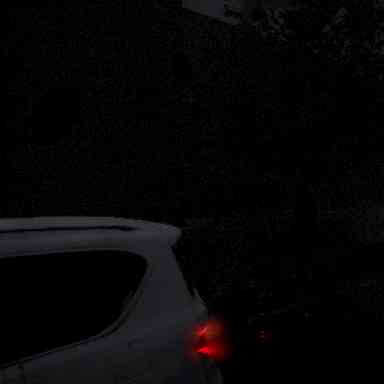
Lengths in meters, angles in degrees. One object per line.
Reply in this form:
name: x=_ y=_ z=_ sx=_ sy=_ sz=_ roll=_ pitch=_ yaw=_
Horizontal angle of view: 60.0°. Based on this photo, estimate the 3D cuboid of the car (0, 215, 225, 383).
car: x=-2.362 y=1.222 z=1.693 sx=5.566 sy=2.045 sz=2.150 roll=0 pitch=0 yaw=-35
